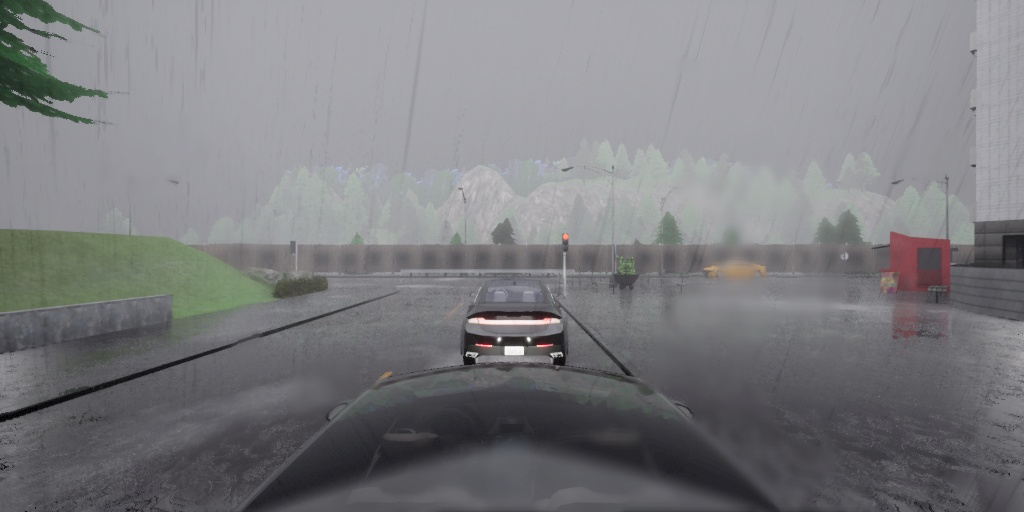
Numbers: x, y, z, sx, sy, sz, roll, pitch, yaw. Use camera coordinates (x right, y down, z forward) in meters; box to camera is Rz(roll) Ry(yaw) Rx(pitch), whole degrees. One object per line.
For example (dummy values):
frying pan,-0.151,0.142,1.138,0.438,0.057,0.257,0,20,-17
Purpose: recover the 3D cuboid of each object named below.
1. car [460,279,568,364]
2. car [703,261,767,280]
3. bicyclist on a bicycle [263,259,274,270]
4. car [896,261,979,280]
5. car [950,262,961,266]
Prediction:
car,0.053,1.241,7.923,2.128,1.511,4.902,0,0,0
car,19.349,1.228,31.221,5.008,1.535,1.882,0,0,0
bicyclist on a bicycle,-24.027,1.099,35.400,0.582,1.620,1.656,0,0,0
car,36.929,1.227,31.215,5.008,1.535,1.882,0,0,0
car,31.692,1.227,27.029,5.008,1.535,1.882,0,0,0
